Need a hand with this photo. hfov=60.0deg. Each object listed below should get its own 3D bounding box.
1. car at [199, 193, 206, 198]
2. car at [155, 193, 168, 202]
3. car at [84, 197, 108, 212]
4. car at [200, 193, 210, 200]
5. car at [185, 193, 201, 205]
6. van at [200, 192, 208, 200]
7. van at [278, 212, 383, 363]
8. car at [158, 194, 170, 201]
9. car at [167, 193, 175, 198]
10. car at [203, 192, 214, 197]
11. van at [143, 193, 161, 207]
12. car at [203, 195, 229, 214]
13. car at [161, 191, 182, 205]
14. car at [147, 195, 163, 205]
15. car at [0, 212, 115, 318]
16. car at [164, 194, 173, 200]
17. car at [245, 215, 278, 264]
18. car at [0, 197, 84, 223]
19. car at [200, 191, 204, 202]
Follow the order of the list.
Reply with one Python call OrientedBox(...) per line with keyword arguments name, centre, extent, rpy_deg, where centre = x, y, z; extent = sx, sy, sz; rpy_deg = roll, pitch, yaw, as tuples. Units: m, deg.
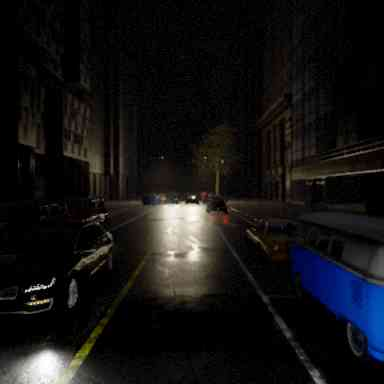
OrientedBox(name="car", centre=(2.885, 1.038, 90.132), extent=(1.802, 1.307, 4.206), rpy_deg=(0, 0, 0))
OrientedBox(name="car", centre=(-5.648, 1.032, 61.950), extent=(1.967, 1.590, 4.097), rpy_deg=(0, 0, 0))
OrientedBox(name="car", centre=(-5.661, 1.201, 16.841), extent=(2.192, 1.841, 5.009), rpy_deg=(0, 0, 0))
OrientedBox(name="car", centre=(2.881, 0.976, 73.213), extent=(1.967, 1.590, 4.097), rpy_deg=(0, 0, 0))
OrientedBox(name="car", centre=(0.016, 1.215, 50.790), extent=(1.994, 1.385, 4.181), rpy_deg=(0, 0, 0))
OrientedBox(name="van", centre=(2.883, 0.848, 78.852), extent=(1.690, 1.788, 3.998), rpy_deg=(0, 0, 0))
OrientedBox(name="van", centre=(2.861, 1.306, 5.536), extent=(1.690, 1.788, 3.998), rpy_deg=(0, 0, 0))
OrientedBox(name="car", centre=(-5.646, 1.109, 67.589), extent=(1.887, 1.381, 4.507), rpy_deg=(0, 0, 0))
OrientedBox(name="car", centre=(-5.640, 0.982, 89.975), extent=(1.752, 1.417, 4.829), rpy_deg=(0, 0, 0))
OrientedBox(name="car", centre=(2.873, 1.125, 45.015), extent=(1.967, 1.590, 4.097), rpy_deg=(0, 0, 0))
OrientedBox(name="van", centre=(-5.652, 1.027, 45.032), extent=(1.690, 1.788, 3.998), rpy_deg=(0, 0, 0))
OrientedBox(name="car", centre=(2.362, 1.296, 32.319), extent=(1.812, 1.442, 4.674), rpy_deg=(0, 0, 0))
OrientedBox(name="car", centre=(-3.062, 1.008, 49.932), extent=(2.097, 1.767, 4.553), rpy_deg=(0, 0, 0))
OrientedBox(name="car", centre=(-5.651, 1.218, 50.673), extent=(1.947, 1.339, 4.313), rpy_deg=(0, 0, 0))
OrientedBox(name="car", centre=(-3.098, 1.455, 7.605), extent=(1.837, 1.490, 4.892), rpy_deg=(0, 0, 0))
OrientedBox(name="car", centre=(-5.643, 1.089, 78.868), extent=(1.802, 1.307, 4.206), rpy_deg=(0, 0, 0))
OrientedBox(name="car", centre=(2.864, 1.450, 11.349), extent=(1.752, 1.417, 4.829), rpy_deg=(0, 0, 0))
OrientedBox(name="car", centre=(-5.662, 1.241, 11.200), extent=(2.192, 1.841, 5.009), rpy_deg=(0, 0, 0))
OrientedBox(name="car", centre=(2.876, 0.936, 56.294), extent=(2.192, 1.841, 5.009), rpy_deg=(0, 0, 0))
